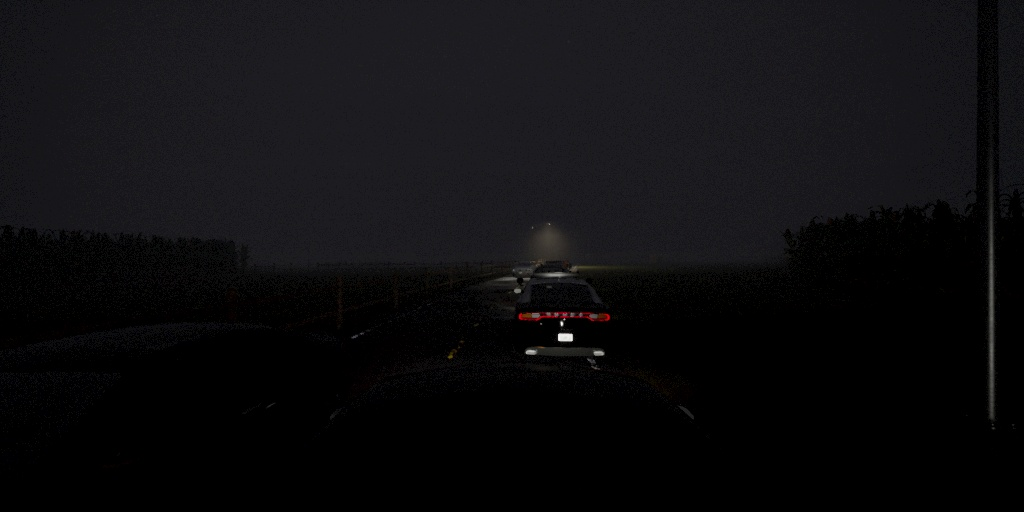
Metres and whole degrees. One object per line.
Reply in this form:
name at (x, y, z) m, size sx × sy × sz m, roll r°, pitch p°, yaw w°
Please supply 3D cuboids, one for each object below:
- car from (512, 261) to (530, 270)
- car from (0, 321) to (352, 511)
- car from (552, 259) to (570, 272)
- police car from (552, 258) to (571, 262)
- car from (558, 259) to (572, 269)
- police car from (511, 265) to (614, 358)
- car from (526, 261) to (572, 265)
car at (1.217, 1.248, 34.535) m, size 1.812 × 1.442 × 4.674 m, roll 0°, pitch 0°, yaw 11°
car at (-2.747, 1.276, 2.342) m, size 1.812 × 1.442 × 4.674 m, roll 0°, pitch 0°, yaw 1°
car at (6.225, 1.185, 45.299) m, size 1.882 × 1.535 × 5.008 m, roll 0°, pitch 0°, yaw 12°
police car at (2.855, 1.158, 24.295) m, size 1.930 × 1.638 × 5.238 m, roll 0°, pitch 0°, yaw 10°
car at (8.271, 1.256, 55.911) m, size 1.994 × 1.385 × 4.181 m, roll 0°, pitch 0°, yaw 11°
police car at (1.057, 1.173, 8.647) m, size 1.930 × 1.638 × 5.238 m, roll 0°, pitch 0°, yaw 3°
car at (1.967, 1.217, 18.342) m, size 1.882 × 1.535 × 5.008 m, roll 0°, pitch 0°, yaw 7°
